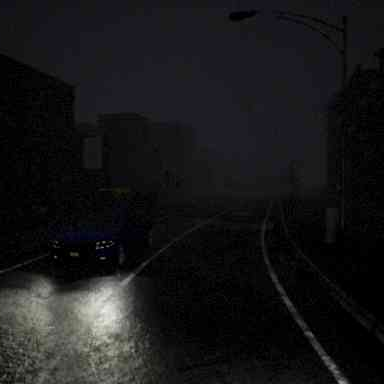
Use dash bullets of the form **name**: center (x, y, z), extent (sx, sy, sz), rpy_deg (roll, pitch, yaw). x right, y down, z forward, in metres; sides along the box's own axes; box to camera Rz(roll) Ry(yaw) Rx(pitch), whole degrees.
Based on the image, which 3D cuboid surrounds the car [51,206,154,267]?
- **car**: center (-2.651, 1.269, 10.951), extent (1.882, 1.535, 5.008), rpy_deg (0, 1, 8)
